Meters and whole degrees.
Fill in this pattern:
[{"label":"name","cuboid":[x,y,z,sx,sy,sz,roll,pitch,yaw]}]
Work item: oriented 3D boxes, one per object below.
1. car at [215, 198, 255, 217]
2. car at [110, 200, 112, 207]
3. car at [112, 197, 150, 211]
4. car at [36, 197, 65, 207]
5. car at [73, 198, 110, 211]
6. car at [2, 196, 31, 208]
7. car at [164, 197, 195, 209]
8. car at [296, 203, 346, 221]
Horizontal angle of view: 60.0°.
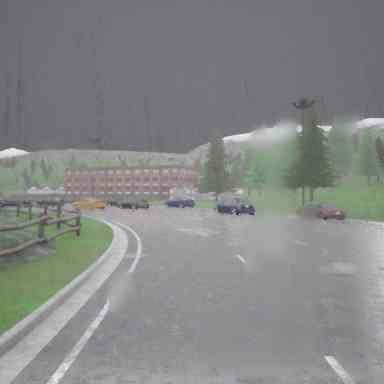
[{"label":"car","cuboid":[4.026,1.350,32.123,2.097,1.767,4.553,0,0,-27]},{"label":"car","cuboid":[-10.369,1.497,48.277,4.892,1.490,1.837,-1,-1,37]},{"label":"car","cuboid":[-7.253,1.487,41.052,4.902,1.511,2.128,0,0,44]},{"label":"car","cuboid":[-21.360,1.522,50.283,4.674,1.442,1.812,0,0,24]},{"label":"car","cuboid":[-12.836,1.475,41.310,5.008,1.535,1.882,-1,-1,39]},{"label":"car","cuboid":[-25.603,1.349,48.256,4.553,1.767,2.097,0,0,20]},{"label":"car","cuboid":[-1.786,1.474,45.642,1.882,1.535,5.008,0,-1,-43]},{"label":"car","cuboid":[10.354,1.561,26.946,1.994,1.385,4.181,0,0,-18]}]
